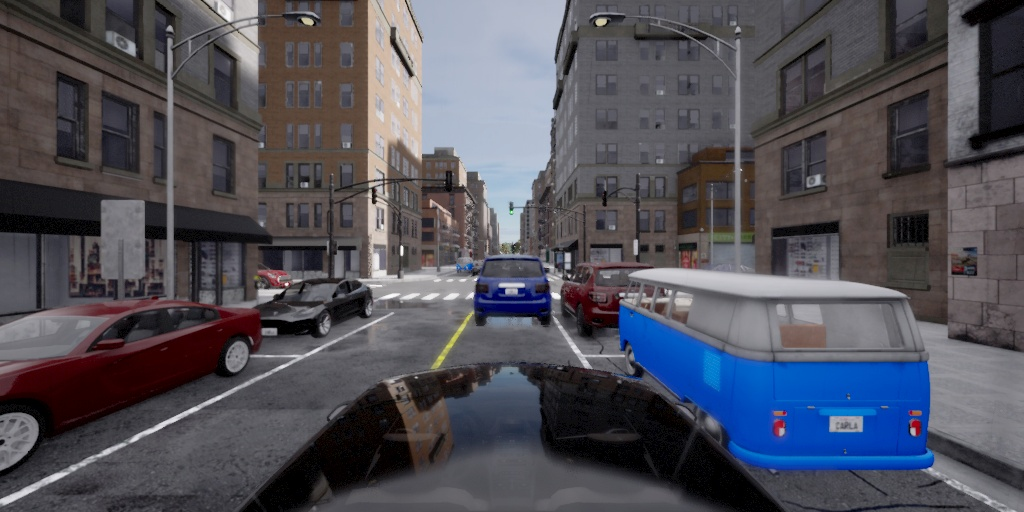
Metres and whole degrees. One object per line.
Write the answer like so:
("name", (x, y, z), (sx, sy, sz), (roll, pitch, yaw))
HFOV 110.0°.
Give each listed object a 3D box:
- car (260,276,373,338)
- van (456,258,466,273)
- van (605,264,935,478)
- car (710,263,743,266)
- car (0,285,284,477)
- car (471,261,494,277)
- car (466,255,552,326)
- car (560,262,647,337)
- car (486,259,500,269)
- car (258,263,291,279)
("car", (-5.407, 1.316, 10.167), (1.948, 1.339, 4.313), (0, 0, 0))
("van", (-5.525, 1.088, 42.131), (1.690, 1.789, 3.998), (0, 0, 0))
("van", (2.635, 1.091, 4.680), (1.690, 1.789, 3.998), (0, 0, 0))
("car", (14.691, 1.225, 25.103), (5.357, 1.411, 2.033), (0, 0, 0))
("car", (-5.390, 1.295, 4.656), (1.888, 1.381, 4.507), (0, 0, 0))
("car", (-2.938, 1.252, 36.562), (1.837, 1.490, 4.892), (0, 0, 1))
("car", (0.076, 0.974, 11.774), (2.150, 2.045, 5.566), (0, 0, 2))
("car", (2.618, 1.065, 10.192), (2.192, 1.841, 5.009), (0, 0, 0))
("car", (-3.007, 1.292, 57.663), (2.033, 1.411, 5.357), (0, 0, 0))
("car", (-16.079, 1.165, 22.014), (4.553, 1.767, 2.097), (0, 0, 0))
